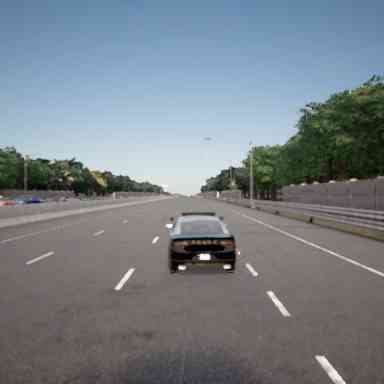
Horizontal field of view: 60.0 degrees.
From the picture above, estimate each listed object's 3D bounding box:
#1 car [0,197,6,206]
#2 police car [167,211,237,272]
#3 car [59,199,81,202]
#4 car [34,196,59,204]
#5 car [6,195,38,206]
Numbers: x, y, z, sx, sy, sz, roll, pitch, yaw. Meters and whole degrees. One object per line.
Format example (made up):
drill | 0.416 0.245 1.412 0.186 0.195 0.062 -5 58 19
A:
car | -28.076 1.588 49.620 2.097 1.767 4.553 0 0 0
police car | 0.210 1.448 11.054 1.930 1.638 5.238 0 0 -3
car | -17.590 1.761 49.551 1.812 1.442 4.674 0 0 0
car | -21.087 1.740 49.522 1.837 1.490 4.892 0 0 0
car | -24.586 1.456 49.429 2.150 2.045 5.566 0 0 0
